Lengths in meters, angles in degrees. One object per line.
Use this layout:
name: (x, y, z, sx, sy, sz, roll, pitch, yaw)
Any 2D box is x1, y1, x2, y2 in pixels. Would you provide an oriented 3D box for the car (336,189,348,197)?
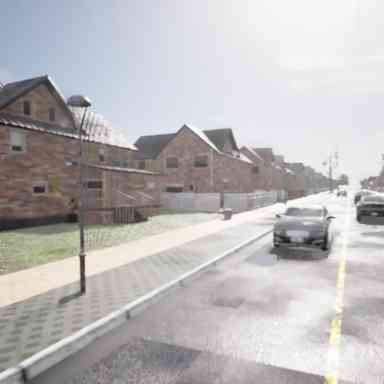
car: (28.504, 0.163, 63.197, 2.128, 1.511, 4.902, 0, 1, 26)

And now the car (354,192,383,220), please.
car: (11.858, 0.996, 21.879, 1.837, 1.490, 4.892, 0, 2, 26)

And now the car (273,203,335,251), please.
car: (4.437, 1.220, 12.937, 2.128, 1.511, 4.902, 0, 1, 26)

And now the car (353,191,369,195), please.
car: (19.119, 0.642, 37.032, 1.882, 1.535, 5.008, 0, 1, 26)
